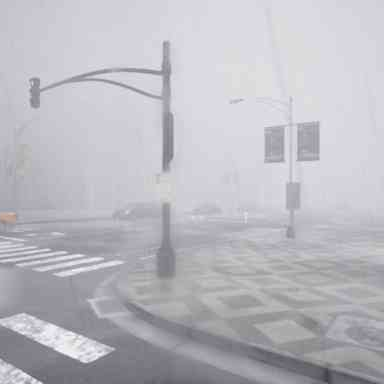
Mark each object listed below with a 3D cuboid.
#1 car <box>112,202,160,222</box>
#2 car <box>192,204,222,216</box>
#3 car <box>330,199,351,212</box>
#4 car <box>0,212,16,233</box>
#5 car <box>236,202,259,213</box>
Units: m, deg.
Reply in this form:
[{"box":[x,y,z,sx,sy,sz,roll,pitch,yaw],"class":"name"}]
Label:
[{"box":[-4.931,1.677,29.655,2.097,1.767,4.553,0,-1,35],"class":"car"},{"box":[1.756,2.058,39.104,1.994,1.385,4.181,0,-1,35],"class":"car"},{"box":[24.538,2.379,54.115,2.128,1.511,4.902,0,-1,36],"class":"car"},{"box":[-12.669,1.609,18.710,1.882,1.535,5.008,0,-1,35],"class":"car"},{"box":[8.083,2.160,48.004,1.837,1.490,4.892,0,-1,34],"class":"car"}]
